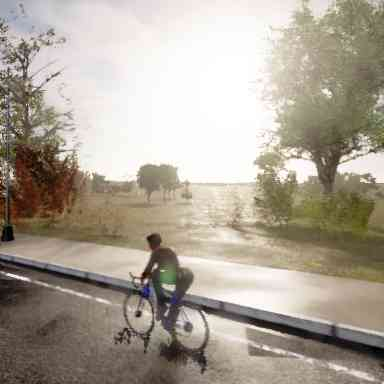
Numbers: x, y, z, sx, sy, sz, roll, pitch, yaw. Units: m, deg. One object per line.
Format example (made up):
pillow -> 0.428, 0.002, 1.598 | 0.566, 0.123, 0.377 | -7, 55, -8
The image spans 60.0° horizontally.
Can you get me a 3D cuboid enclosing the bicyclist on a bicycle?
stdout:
bicyclist on a bicycle -> -0.443, 1.447, 4.942 | 1.656, 1.620, 0.582 | 0, 0, 35
